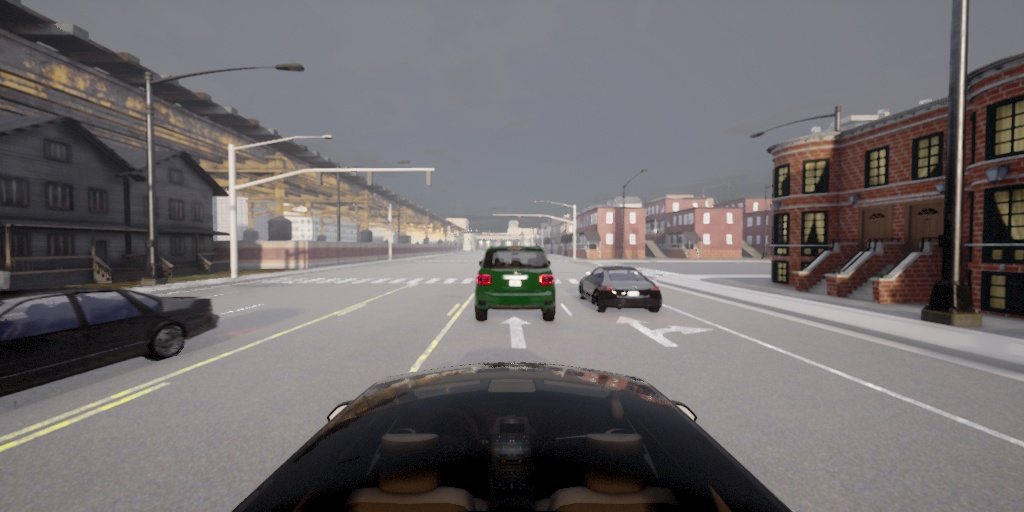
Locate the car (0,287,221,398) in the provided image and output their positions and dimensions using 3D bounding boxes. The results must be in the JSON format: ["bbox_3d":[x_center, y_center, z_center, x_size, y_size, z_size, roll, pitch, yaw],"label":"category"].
[{"bbox_3d":[-7.090,1.205,5.153,2.033,1.411,5.357,0,2,0],"label":"car"}]

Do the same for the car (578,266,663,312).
[{"bbox_3d":[3.594,1.025,12.549,1.994,1.385,4.181,0,1,1],"label":"car"}]

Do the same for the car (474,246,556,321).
[{"bbox_3d":[0.093,0.709,11.380,2.150,2.045,5.566,0,1,0],"label":"car"}]
